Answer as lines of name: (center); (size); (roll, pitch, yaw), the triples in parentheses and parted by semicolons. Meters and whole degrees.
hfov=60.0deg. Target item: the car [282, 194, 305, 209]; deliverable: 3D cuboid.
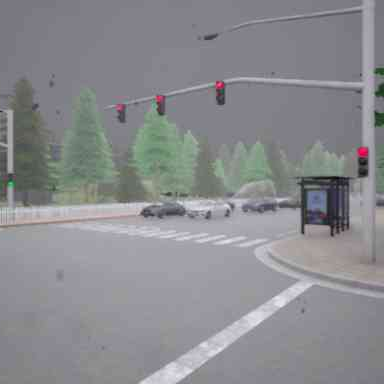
car: (12.849, 1.363, 41.509); (5.357, 1.411, 2.033); (0, 0, -44)

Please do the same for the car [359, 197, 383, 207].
car: (24.907, 1.336, 45.394); (4.181, 1.385, 1.994); (0, 0, -27)

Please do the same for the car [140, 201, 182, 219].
car: (-2.394, 1.451, 28.009); (1.994, 1.385, 4.181); (0, 0, 37)

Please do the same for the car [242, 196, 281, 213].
car: (7.008, 1.199, 34.537); (2.097, 1.767, 4.553); (0, 0, 39)

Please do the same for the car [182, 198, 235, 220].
car: (1.512, 1.404, 27.406); (1.812, 1.442, 4.674); (0, 0, 37)

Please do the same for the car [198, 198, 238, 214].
car: (2.790, 1.383, 34.866); (1.812, 1.442, 4.674); (0, 0, 38)
